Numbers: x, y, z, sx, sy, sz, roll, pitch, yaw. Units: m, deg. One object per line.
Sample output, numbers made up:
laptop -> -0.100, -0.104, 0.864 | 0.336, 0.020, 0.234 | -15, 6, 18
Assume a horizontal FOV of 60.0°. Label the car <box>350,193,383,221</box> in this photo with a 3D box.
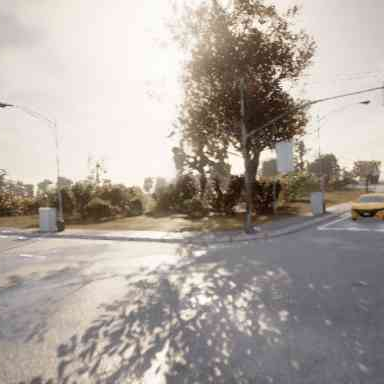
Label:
car -> 11.149, 0.848, 20.424 | 1.882, 1.535, 5.008 | -3, 0, 37
